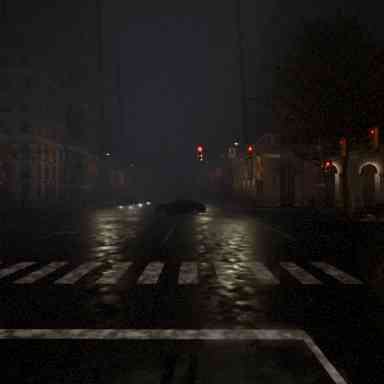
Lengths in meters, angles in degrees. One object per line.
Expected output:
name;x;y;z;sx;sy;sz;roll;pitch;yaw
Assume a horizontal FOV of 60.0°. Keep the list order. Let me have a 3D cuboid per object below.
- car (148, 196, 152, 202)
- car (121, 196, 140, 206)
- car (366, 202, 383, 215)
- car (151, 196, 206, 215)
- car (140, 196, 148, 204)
car;-10.160;1.595;74.937;1.895;1.301;4.718;0;0;1
car;-10.408;1.478;55.152;1.882;1.535;5.008;0;0;1
car;19.562;1.563;32.787;4.181;1.385;1.994;0;0;0
car;-1.158;1.477;32.961;5.008;1.535;1.882;0;0;0
car;-10.332;1.601;64.776;1.895;1.301;4.718;0;0;1
